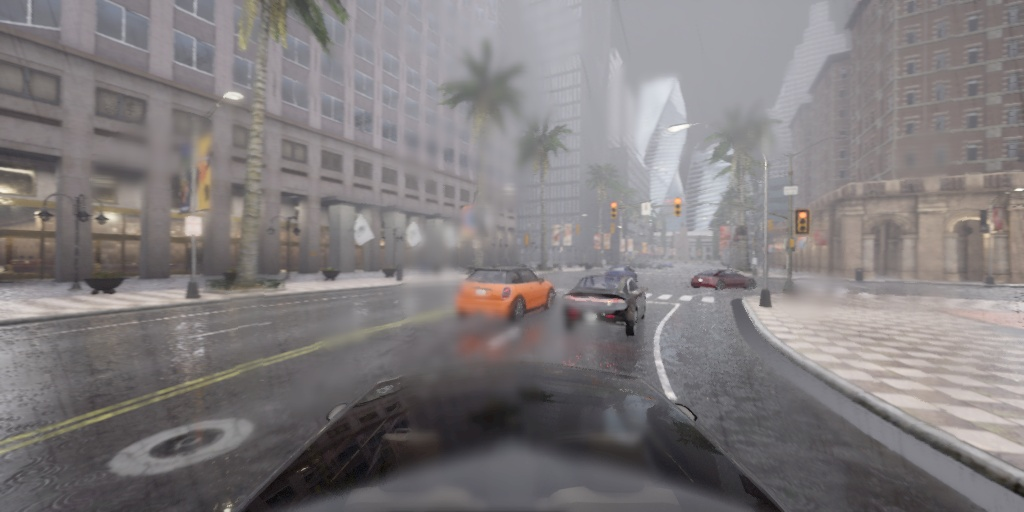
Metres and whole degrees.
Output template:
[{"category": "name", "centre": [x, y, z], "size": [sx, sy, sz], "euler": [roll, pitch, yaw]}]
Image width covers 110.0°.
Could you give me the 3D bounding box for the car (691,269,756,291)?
[{"category": "car", "centre": [14.159, 1.566, 24.004], "size": [4.181, 1.385, 1.994], "euler": [1, -1, -20]}]

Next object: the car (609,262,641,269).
[{"category": "car", "centre": [8.608, 1.480, 28.396], "size": [1.812, 1.442, 4.674], "euler": [1, 0, 30]}]

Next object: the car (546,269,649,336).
[{"category": "car", "centre": [2.941, 1.309, 10.850], "size": [2.128, 1.511, 4.902], "euler": [1, -1, 25]}]

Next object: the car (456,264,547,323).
[{"category": "car", "centre": [0.000, 1.146, 12.673], "size": [2.097, 1.767, 4.553], "euler": [1, 0, 25]}]
